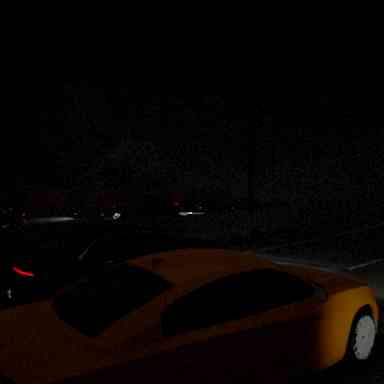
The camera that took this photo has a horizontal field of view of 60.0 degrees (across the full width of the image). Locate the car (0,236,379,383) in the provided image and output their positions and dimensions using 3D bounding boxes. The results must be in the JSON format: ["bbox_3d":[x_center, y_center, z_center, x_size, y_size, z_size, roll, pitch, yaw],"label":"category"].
[{"bbox_3d":[0.318,1.442,3.987,5.008,1.535,1.882,-1,1,-36],"label":"car"}]

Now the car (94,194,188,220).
[{"bbox_3d":[-2.871,1.228,19.079,4.553,1.767,2.097,-1,1,-36],"label":"car"}]

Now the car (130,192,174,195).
[{"bbox_3d":[-3.523,1.072,23.030,5.566,2.045,2.150,-1,1,-38],"label":"car"}]

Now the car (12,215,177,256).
[{"bbox_3d":[-1.208,1.462,7.204,4.892,1.490,1.837,-1,1,-36],"label":"car"}]

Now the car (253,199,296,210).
[{"bbox_3d":[7.357,1.279,28.634,1.994,1.385,4.181,0,1,41],"label":"car"}]

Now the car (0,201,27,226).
[{"bbox_3d":[-11.310,1.480,17.298,4.902,1.511,2.128,-1,1,-36],"label":"car"}]

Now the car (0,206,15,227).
[{"bbox_3d":[-10.490,1.557,13.583,5.357,1.411,2.033,-1,1,-36],"label":"car"}]

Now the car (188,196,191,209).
[{"bbox_3d":[-0.559,1.225,35.532,1.882,1.535,5.008,0,1,41],"label":"car"}]

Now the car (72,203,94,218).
[{"bbox_3d":[-7.459,1.395,28.854,5.357,1.411,2.033,-1,1,-38],"label":"car"}]

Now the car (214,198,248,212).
[{"bbox_3d":[4.719,1.293,30.934,2.033,1.411,5.357,0,1,41],"label":"car"}]

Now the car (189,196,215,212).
[{"bbox_3d":[2.080,1.302,33.233,1.994,1.385,4.181,0,1,41],"label":"car"}]
